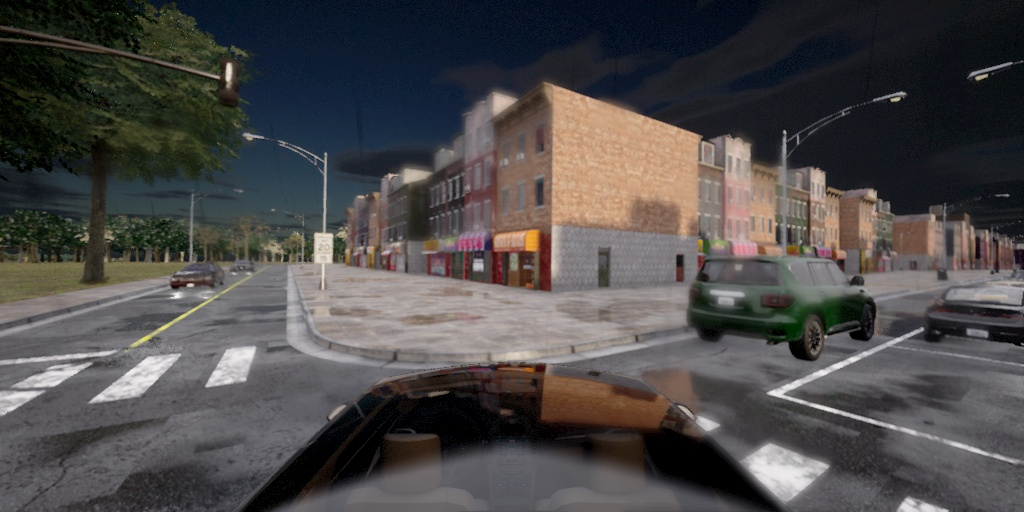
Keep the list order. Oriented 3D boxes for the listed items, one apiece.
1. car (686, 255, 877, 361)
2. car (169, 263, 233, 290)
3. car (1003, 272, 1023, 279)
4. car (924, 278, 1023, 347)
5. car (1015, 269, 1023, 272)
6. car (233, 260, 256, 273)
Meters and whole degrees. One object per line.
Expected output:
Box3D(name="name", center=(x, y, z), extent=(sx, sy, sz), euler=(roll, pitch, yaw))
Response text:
Box3D(name="car", center=(6.511, 1.014, 8.551), extent=(5.566, 2.045, 2.150), euler=(1, -1, -32))
Box3D(name="car", center=(-17.983, 1.126, 20.784), extent=(2.033, 1.411, 5.357), euler=(1, -1, -32))
Box3D(name="car", center=(16.249, 1.387, 11.592), extent=(4.829, 1.417, 1.751), euler=(0, 0, -32))
Box3D(name="car", center=(11.313, 1.361, 8.464), extent=(4.403, 1.370, 2.007), euler=(0, 0, -32))
Box3D(name="car", center=(25.691, 1.409, 17.576), extent=(4.097, 1.591, 1.967), euler=(0, 0, -32))
Box3D(name="car", center=(-29.745, 1.155, 39.791), extent=(1.994, 1.385, 4.181), euler=(1, -1, -32))
